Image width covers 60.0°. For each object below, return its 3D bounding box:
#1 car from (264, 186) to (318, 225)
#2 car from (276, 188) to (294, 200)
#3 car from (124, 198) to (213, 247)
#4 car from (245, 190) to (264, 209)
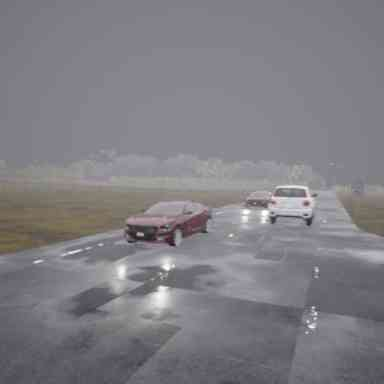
[{"bbox_3d":[5.896,0.656,19.155,2.150,2.045,5.566,1,2,22],"label":"car"},{"bbox_3d":[12.679,0.245,45.109,1.837,1.490,4.892,1,2,23],"label":"car"},{"bbox_3d":[-0.692,1.027,12.954,1.882,1.535,5.008,1,2,23],"label":"car"},{"bbox_3d":[6.048,0.607,29.176,1.882,1.535,5.008,1,2,23],"label":"car"}]
